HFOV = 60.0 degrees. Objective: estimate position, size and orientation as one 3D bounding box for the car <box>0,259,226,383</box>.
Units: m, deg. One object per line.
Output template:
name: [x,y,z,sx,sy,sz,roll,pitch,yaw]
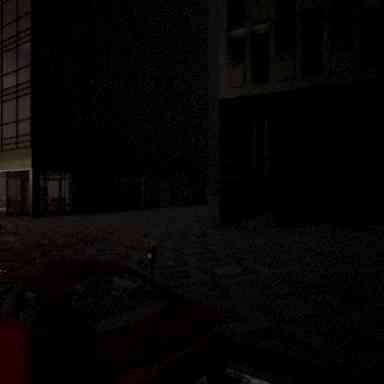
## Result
car: [-1.749,1.546,4.208,4.507,1.381,1.887,0,0,35]
